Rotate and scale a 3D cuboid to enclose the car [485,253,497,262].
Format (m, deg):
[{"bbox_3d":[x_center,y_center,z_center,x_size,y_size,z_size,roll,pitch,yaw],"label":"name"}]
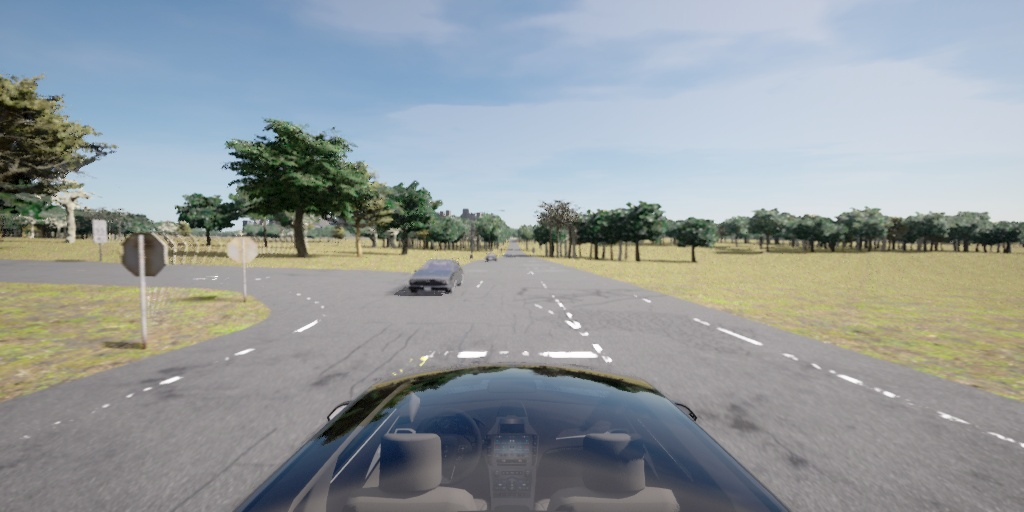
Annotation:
[{"bbox_3d":[-3.495,0.291,60.561,2.128,1.511,4.902,0,1,0],"label":"car"}]

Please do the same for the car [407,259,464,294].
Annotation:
[{"bbox_3d":[-3.462,0.865,17.380,2.033,1.411,5.357,1,2,0],"label":"car"}]
